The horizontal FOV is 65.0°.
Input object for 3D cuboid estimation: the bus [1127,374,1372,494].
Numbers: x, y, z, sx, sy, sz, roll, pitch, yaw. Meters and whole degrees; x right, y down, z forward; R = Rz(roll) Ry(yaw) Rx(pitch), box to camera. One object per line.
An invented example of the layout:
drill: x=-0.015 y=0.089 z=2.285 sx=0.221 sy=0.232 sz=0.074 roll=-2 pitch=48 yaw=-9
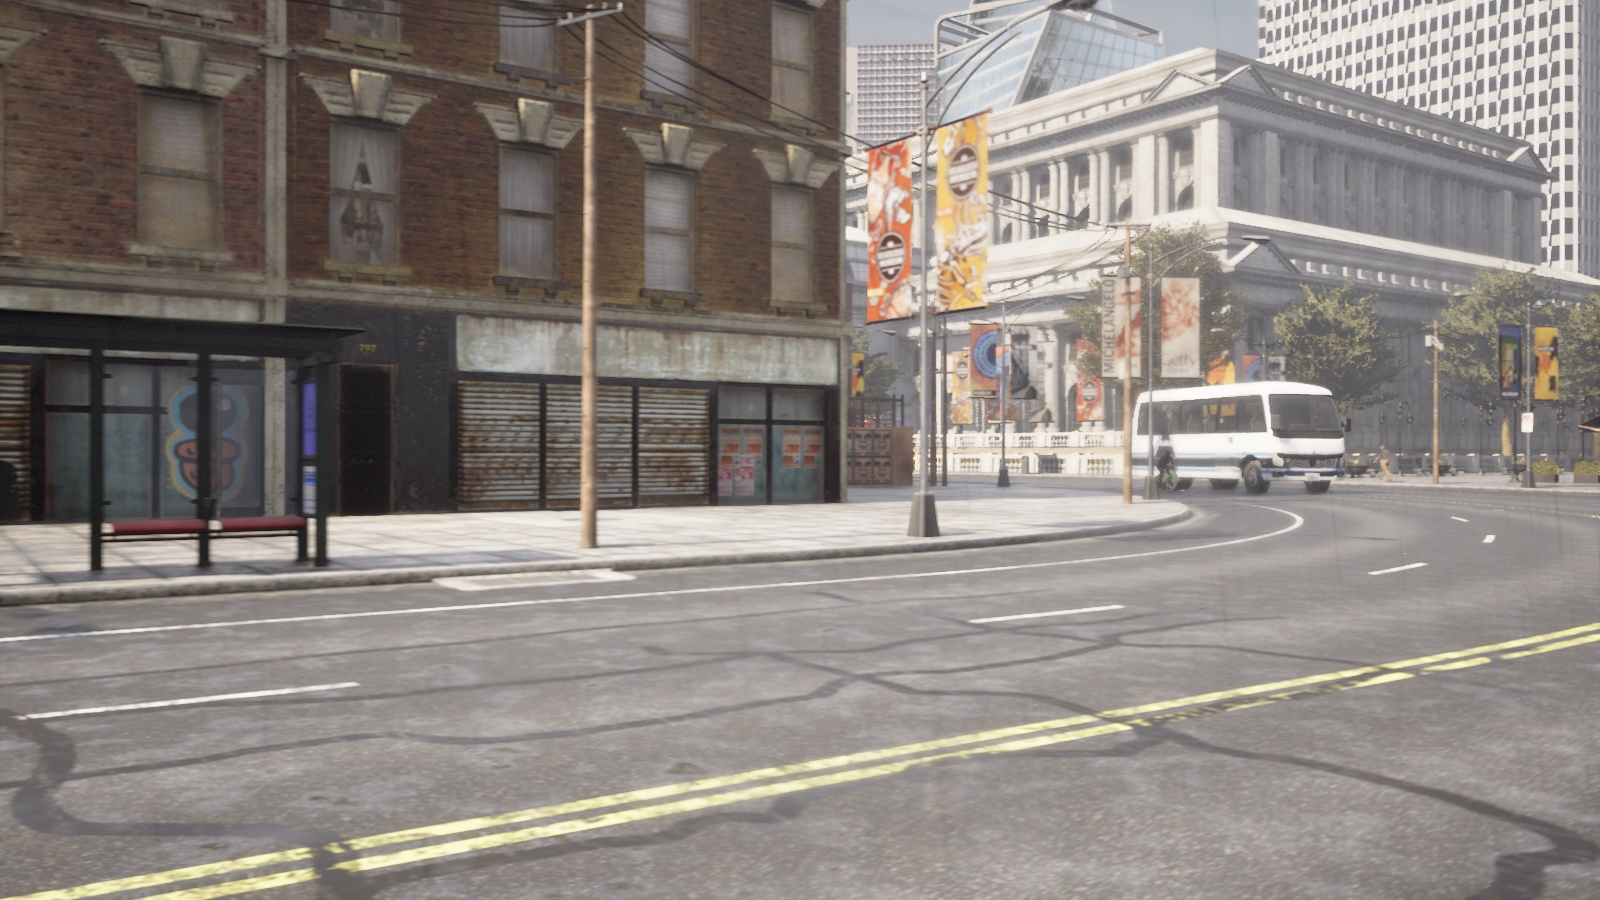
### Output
bus: x=17.372 y=-0.547 z=49.694 sx=3.944 sy=4.253 sz=10.273 roll=0 pitch=0 yaw=-15

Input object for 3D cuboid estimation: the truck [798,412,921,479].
truck: x=3.467 y=-0.241 z=75.988 sx=2.891 sy=3.827 sz=8.468 roll=0 pitch=0 yaw=-35

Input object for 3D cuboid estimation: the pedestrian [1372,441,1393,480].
pedestrian: x=28.004 y=0.490 z=60.376 sx=0.540 sy=1.848 sz=0.694 roll=0 pitch=0 yaw=-28
